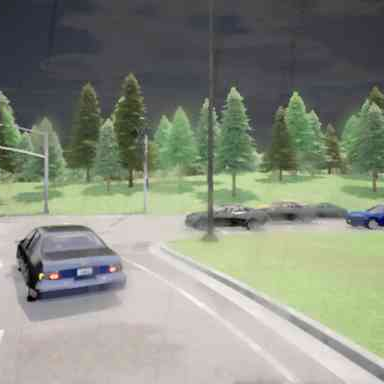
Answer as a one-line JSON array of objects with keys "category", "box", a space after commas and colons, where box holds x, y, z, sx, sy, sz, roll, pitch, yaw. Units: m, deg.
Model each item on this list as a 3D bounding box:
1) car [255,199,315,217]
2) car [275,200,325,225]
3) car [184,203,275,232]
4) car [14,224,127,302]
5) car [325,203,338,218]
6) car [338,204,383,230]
[{"category": "car", "box": [8.498, 1.468, 30.748, 5.008, 1.535, 1.882, 0, 0, -5]}, {"category": "car", "box": [6.373, 1.484, 23.519, 4.902, 1.511, 2.128, 0, 0, -5]}, {"category": "car", "box": [2.003, 1.485, 19.594, 4.902, 1.511, 2.128, 0, 0, -5]}, {"category": "car", "box": [-3.299, 1.543, 8.414, 2.033, 1.411, 5.357, 0, 0, -31]}, {"category": "car", "box": [10.555, 1.556, 27.424, 4.181, 1.385, 1.994, 0, 0, -5]}, {"category": "car", "box": [12.100, 1.473, 20.538, 5.008, 1.535, 1.882, 0, 0, -5]}]
